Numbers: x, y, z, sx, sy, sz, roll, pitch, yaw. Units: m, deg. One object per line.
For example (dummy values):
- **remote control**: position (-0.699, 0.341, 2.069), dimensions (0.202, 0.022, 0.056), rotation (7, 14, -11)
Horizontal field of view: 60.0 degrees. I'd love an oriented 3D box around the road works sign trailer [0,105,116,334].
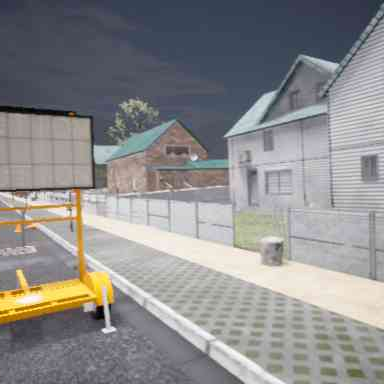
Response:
- **road works sign trailer**: position (-2.904, 0.383, 5.690), dimensions (2.380, 3.560, 2.880), rotation (-3, 2, -32)
